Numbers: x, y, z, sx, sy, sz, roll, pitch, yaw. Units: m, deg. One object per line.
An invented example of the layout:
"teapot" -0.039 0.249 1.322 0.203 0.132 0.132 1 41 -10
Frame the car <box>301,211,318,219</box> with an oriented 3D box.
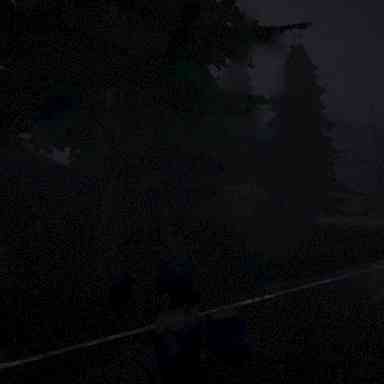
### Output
"car" 8.499 1.488 28.823 1.837 1.490 4.892 0 0 -35
